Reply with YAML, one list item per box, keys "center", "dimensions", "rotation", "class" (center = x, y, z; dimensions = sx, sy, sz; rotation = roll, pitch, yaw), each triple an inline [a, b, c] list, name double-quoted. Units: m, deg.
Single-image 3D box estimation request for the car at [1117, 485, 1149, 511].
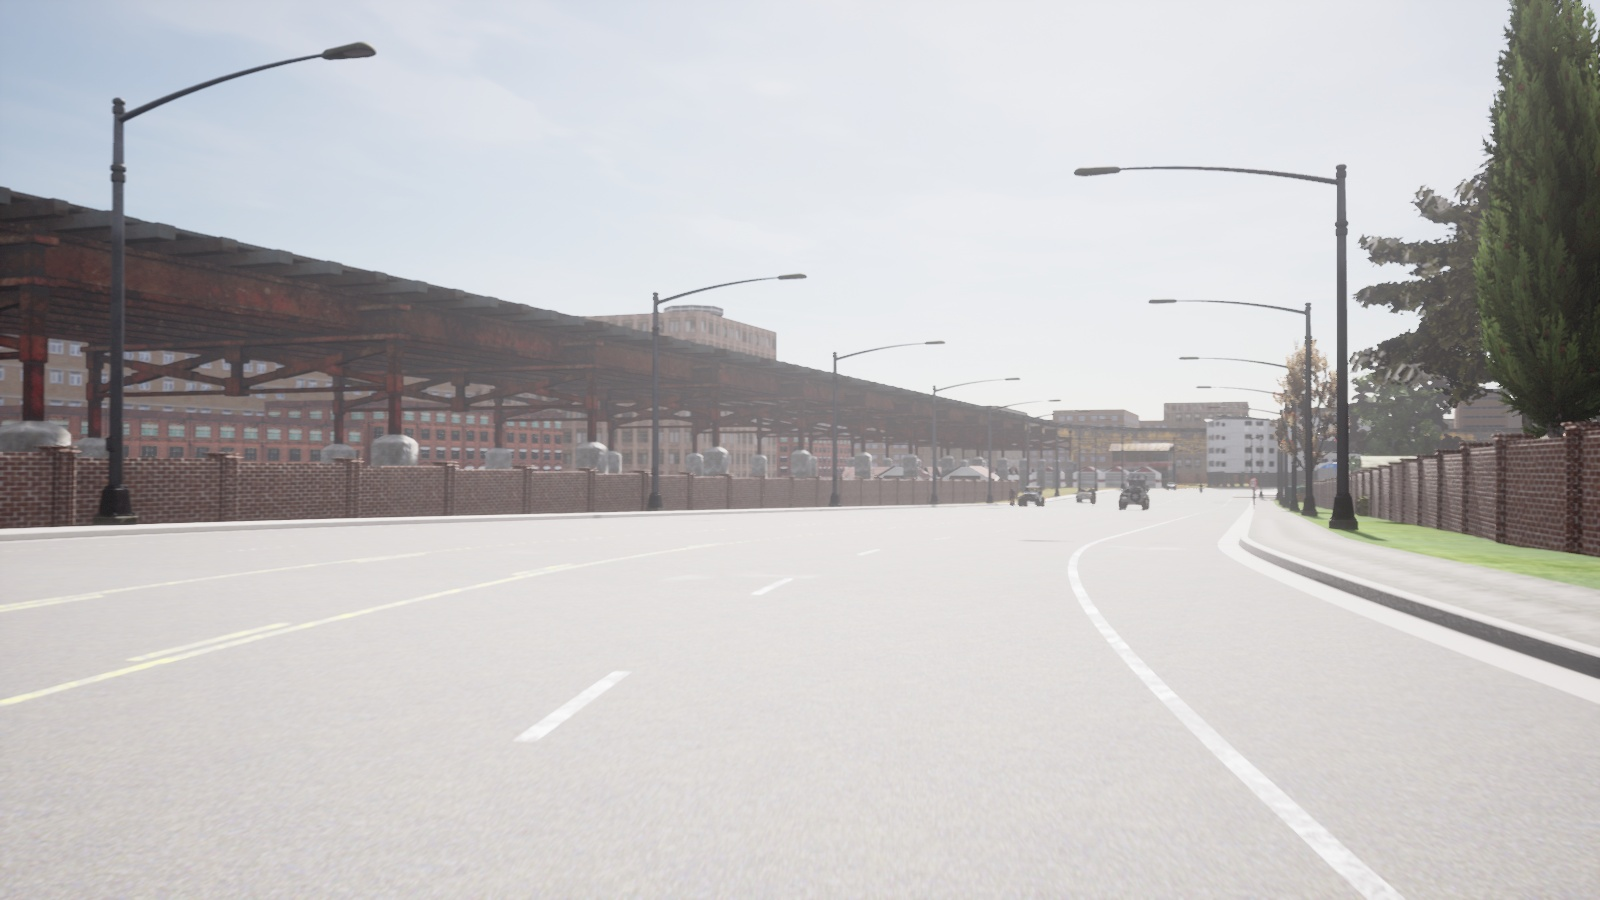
- center: [24.793, 3.554, 93.366]
  dimensions: [1.932, 1.855, 4.605]
  rotation: [0, -2, 20]
  class: "car"
